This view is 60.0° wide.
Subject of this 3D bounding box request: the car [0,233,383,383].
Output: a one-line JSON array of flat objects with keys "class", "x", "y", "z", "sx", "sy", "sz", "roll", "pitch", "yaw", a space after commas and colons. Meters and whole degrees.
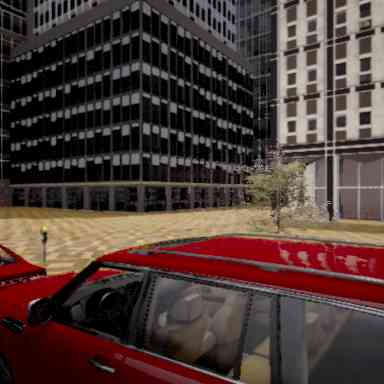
[{"class": "car", "x": 0.050, "y": 1.307, "z": 2.845, "sx": 5.009, "sy": 1.841, "sz": 2.192, "roll": 0, "pitch": 0, "yaw": 36}]
